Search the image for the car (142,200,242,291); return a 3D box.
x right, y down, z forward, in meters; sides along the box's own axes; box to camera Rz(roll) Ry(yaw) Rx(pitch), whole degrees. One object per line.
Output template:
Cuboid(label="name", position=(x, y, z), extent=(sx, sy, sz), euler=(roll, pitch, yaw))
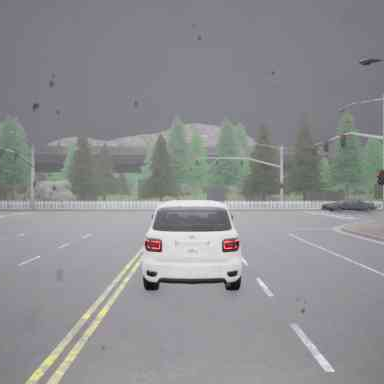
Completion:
Cuboid(label="car", position=(0.006, 1.221, 9.168), extent=(2.150, 2.045, 5.566), euler=(0, 0, 0))

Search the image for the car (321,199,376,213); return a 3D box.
Cuboid(label="car", position=(17.003, 1.492, 36.211), extent=(5.357, 1.411, 2.033), euler=(0, 0, -1))
